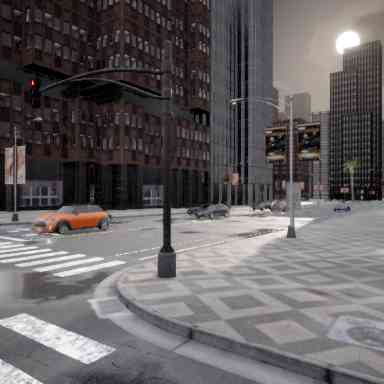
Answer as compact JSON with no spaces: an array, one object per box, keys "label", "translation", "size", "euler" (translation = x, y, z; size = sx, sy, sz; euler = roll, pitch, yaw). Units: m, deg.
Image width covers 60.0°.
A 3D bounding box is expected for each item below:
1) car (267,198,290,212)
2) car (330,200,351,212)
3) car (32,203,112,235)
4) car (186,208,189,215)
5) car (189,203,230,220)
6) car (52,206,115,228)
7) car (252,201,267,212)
[{"label":"car","translation":[13.445,2.082,49.809],"size":[2.097,1.767,4.553],"euler":[0,-1,35]},{"label":"car","translation":[24.268,2.430,53.660],"size":[2.033,1.411,5.357],"euler":[0,-1,34]},{"label":"car","translation":[-7.331,1.559,20.466],"size":[2.097,1.767,4.553],"euler":[0,-1,33]},{"label":"car","translation":[1.357,2.089,38.502],"size":[1.895,1.301,4.718],"euler":[0,-1,35]},{"label":"car","translation":[2.107,1.949,33.929],"size":[1.837,1.490,4.892],"euler":[0,0,36]},{"label":"car","translation":[-8.092,1.815,25.147],"size":[1.994,1.385,4.181],"euler":[0,-1,35]},{"label":"car","translation":[11.054,2.152,52.049],"size":[1.837,1.490,4.892],"euler":[0,-1,35]}]
